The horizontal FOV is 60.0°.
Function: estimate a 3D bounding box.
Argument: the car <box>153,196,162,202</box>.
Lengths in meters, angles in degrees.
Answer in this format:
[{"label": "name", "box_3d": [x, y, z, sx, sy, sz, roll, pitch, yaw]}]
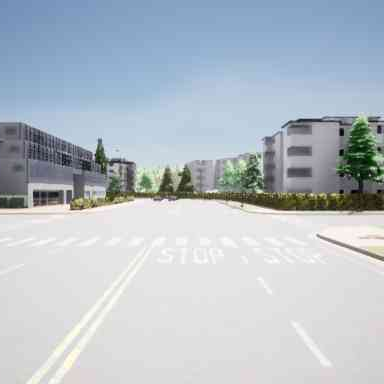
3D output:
[{"label": "car", "box_3d": [-7.669, 1.537, 74.723, 1.994, 1.385, 4.181, 0, 0, -5]}]

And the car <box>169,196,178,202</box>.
[{"label": "car", "box_3d": [-4.219, 1.570, 75.307, 1.895, 1.301, 4.718, 0, 0, -5]}]
